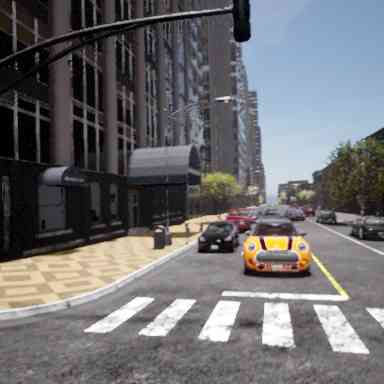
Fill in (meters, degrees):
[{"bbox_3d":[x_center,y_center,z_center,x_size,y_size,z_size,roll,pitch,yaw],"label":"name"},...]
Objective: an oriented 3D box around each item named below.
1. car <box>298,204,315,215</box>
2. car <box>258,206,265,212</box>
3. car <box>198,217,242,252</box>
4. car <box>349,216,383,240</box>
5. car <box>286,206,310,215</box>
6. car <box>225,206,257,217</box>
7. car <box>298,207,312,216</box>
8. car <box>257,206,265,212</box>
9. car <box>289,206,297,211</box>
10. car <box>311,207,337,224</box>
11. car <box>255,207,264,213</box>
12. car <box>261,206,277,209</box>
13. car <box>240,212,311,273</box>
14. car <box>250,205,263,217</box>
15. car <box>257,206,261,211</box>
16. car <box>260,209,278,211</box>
[{"bbox_3d":[18.692,2.997,53.365,2.192,1.841,5.009,-3,-2,13],"label":"car"},{"bbox_3d":[19.395,4.669,92.806,1.752,1.417,4.829,-3,-2,13],"label":"car"},{"bbox_3d":[1.537,2.276,17.617,1.947,1.339,4.313,-3,-2,13],"label":"car"},{"bbox_3d":[11.210,2.182,21.021,2.008,1.369,4.403,-3,-2,13],"label":"car"},{"bbox_3d":[13.491,2.942,42.683,2.033,1.411,5.357,-2,-2,14],"label":"car"},{"bbox_3d":[3.926,2.351,27.682,2.192,1.841,5.009,-3,-2,13],"label":"car"},{"bbox_3d":[20.009,3.387,58.905,1.752,1.417,4.829,-3,-2,13],"label":"car"},{"bbox_3d":[18.125,4.495,87.422,1.752,1.417,4.829,-3,-2,13],"label":"car"},{"bbox_3d":[27.588,4.468,91.043,1.947,1.339,4.313,-3,-2,13],"label":"car"},{"bbox_3d":[14.735,2.686,36.484,2.008,1.369,4.403,-3,-2,13],"label":"car"},{"bbox_3d":[15.626,4.171,76.817,1.887,1.381,4.507,-3,-2,13],"label":"car"},{"bbox_3d":[9.794,2.748,40.608,2.097,1.767,4.553,-2,-2,12],"label":"car"},{"bbox_3d":[3.149,1.837,12.539,2.097,1.767,4.553,-2,-2,13],"label":"car"},{"bbox_3d":[11.810,3.418,60.673,2.192,1.841,5.009,-3,-2,13],"label":"car"},{"bbox_3d":[6.558,2.823,38.425,1.967,1.590,4.097,-3,-2,13],"label":"car"},{"bbox_3d":[7.506,2.591,31.023,1.837,1.490,4.892,-2,-2,13],"label":"car"}]
